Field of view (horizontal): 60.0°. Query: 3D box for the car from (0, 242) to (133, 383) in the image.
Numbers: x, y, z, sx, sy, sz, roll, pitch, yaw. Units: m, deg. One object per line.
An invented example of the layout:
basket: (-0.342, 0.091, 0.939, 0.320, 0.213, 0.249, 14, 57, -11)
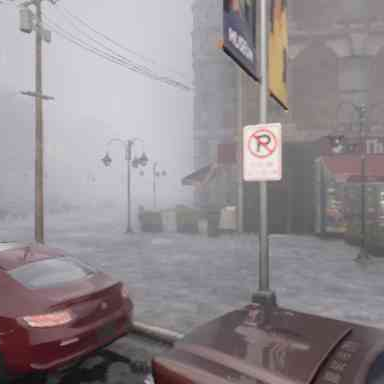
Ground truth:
car: (-3.060, 1.515, 5.111, 4.674, 1.452, 2.002, 0, 0, 28)
